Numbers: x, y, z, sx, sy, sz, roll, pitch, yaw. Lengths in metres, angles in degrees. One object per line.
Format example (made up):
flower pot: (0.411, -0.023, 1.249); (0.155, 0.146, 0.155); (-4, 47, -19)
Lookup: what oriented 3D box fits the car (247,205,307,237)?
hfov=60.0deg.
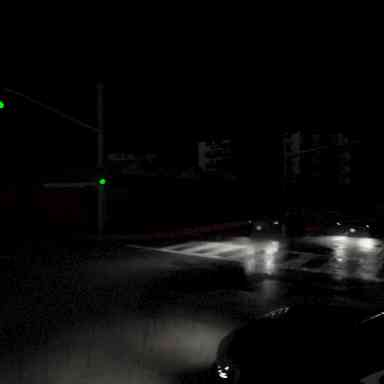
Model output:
car: (4.777, 1.499, 18.238); (2.128, 1.511, 4.902); (0, 0, 38)

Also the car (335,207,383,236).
car: (9.713, 1.551, 18.894); (2.033, 1.411, 5.357); (0, 0, 38)

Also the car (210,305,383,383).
car: (2.418, 1.503, 2.268); (4.892, 1.490, 1.837); (0, 0, 36)
